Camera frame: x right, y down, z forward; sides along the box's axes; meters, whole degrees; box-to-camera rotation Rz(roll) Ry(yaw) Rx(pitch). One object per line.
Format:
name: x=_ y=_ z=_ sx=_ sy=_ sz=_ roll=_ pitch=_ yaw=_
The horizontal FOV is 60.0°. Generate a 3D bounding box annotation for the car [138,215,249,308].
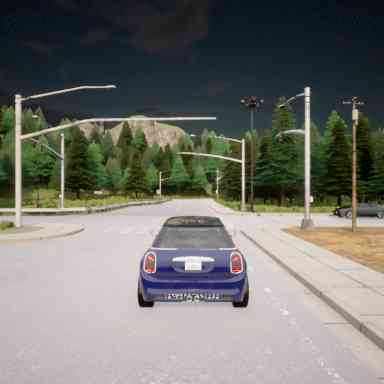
car: x=0.038 y=1.348 z=8.112 sx=2.097 sy=1.767 sz=4.553 roll=0 pitch=0 yaw=0

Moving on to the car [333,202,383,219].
car: x=14.503 y=1.591 z=28.738 sx=4.181 sy=1.385 sz=1.994 roll=0 pitch=0 yaw=1
